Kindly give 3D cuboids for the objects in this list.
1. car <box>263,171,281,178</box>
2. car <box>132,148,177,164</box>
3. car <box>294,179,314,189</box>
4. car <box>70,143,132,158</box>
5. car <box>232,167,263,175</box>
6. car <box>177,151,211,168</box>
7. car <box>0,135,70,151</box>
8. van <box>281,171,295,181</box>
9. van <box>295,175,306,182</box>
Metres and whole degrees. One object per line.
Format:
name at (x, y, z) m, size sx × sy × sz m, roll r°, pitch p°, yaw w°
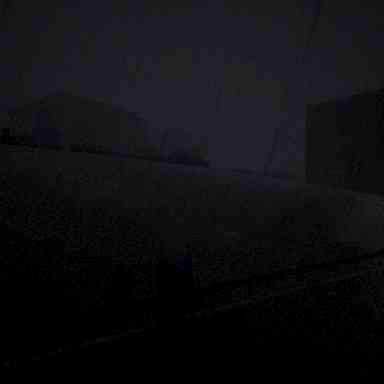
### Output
car at (10.723, -2.298, 49.176) m, size 2.002 × 1.452 × 4.674 m, roll 1°, pitch -2°, yaw 40°
car at (-4.143, -3.318, 32.730) m, size 2.185 × 1.767 × 4.553 m, roll 0°, pitch -1°, yaw 45°
car at (21.023, -1.447, 62.252) m, size 2.163 × 1.488 × 4.792 m, roll 1°, pitch -3°, yaw 37°
car at (-8.134, -3.354, 28.748) m, size 4.892 × 1.521 × 2.231 m, roll 2°, pitch -1°, yaw -44°
car at (7.136, -2.543, 44.958) m, size 2.002 × 1.452 × 4.674 m, roll 1°, pitch -2°, yaw 41°
car at (-0.244, -3.261, 36.765) m, size 2.435 × 2.045 × 5.566 m, roll 0°, pitch -2°, yaw 44°
car at (-12.056, -3.454, 25.006) m, size 4.674 × 1.452 × 2.002 m, roll 2°, pitch -1°, yaw -42°
van at (14.338, -2.289, 53.555) m, size 1.878 × 1.987 × 4.442 m, roll 1°, pitch -2°, yaw 40°
van at (17.749, -2.000, 57.909) m, size 1.878 × 1.987 × 4.442 m, roll 1°, pitch -3°, yaw 38°
